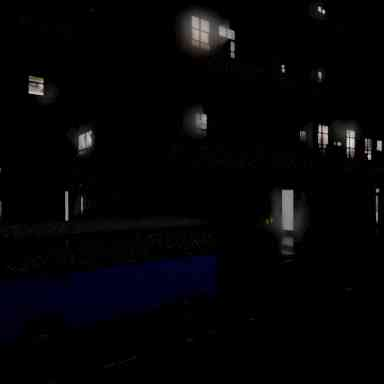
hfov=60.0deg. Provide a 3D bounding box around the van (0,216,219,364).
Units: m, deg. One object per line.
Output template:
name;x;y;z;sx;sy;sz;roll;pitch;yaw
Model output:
van;-1.416;1.341;5.555;3.998;1.788;1.690;0;0;-35
